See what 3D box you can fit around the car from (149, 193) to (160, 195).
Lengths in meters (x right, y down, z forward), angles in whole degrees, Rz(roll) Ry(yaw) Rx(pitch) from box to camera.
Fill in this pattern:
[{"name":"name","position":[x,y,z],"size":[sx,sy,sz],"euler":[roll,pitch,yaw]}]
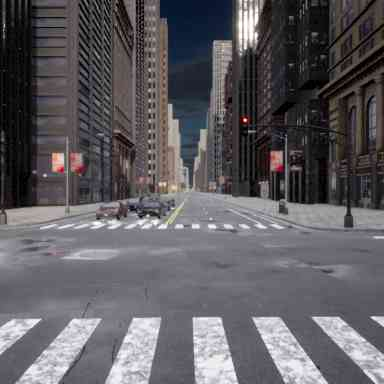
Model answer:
[{"name":"car","position":[-6.680,1.170,57.844],"size":[2.150,2.045,5.566],"euler":[0,0,1]}]

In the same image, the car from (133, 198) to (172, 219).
[{"name":"car","position":[-3.383,1.531,29.483],"size":[2.033,1.411,5.357],"euler":[0,0,4]}]

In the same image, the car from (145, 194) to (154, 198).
[{"name":"car","position":[-6.696,1.470,47.395],"size":[1.837,1.490,4.892],"euler":[0,0,0]}]

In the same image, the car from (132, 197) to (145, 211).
[{"name":"car","position":[-6.675,1.577,37.155],"size":[1.895,1.301,4.718],"euler":[0,0,0]}]

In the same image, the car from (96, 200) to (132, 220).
[{"name":"car","position":[-6.655,1.510,28.047],"size":[1.812,1.442,4.674],"euler":[0,0,0]}]

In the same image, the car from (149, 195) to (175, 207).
[{"name":"car","position":[-3.426,1.466,39.222],"size":[2.128,1.511,4.902],"euler":[0,0,0]}]

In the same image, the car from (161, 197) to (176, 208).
[{"name":"car","position":[-3.455,1.510,49.774],"size":[2.033,1.411,5.357],"euler":[0,0,0]}]
